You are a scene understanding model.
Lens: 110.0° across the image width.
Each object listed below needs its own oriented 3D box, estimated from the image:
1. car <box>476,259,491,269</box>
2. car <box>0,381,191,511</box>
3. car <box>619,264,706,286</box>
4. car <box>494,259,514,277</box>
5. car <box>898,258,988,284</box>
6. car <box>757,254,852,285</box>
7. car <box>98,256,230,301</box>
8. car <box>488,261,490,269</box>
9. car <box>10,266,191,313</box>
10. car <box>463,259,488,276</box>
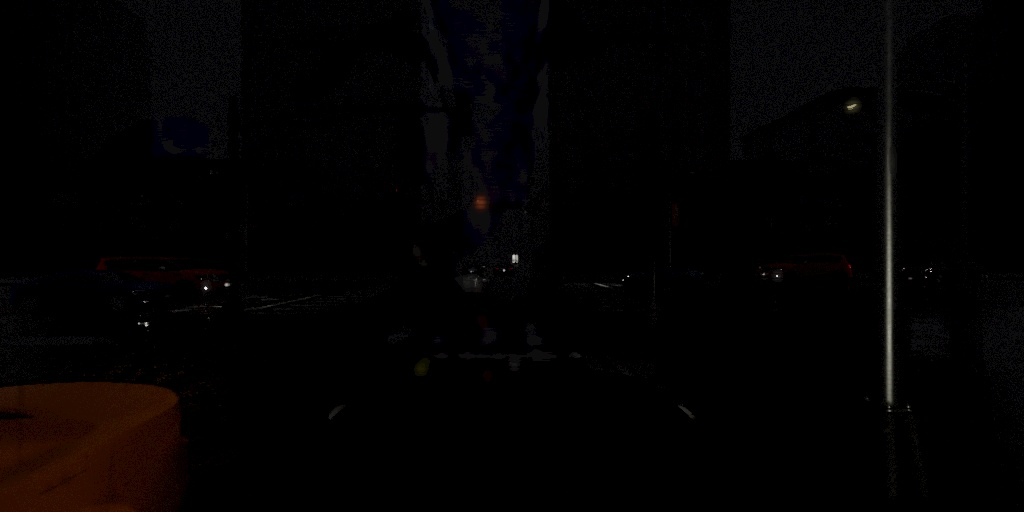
[{"bbox_3d":[-4.542,1.282,58.289,2.128,1.511,4.902,0,0,-1],"label":"car"},{"bbox_3d":[-2.943,1.227,0.120,1.882,1.535,5.008,0,0,-1],"label":"car"},{"bbox_3d":[10.222,1.244,24.519,5.357,1.411,2.033,0,0,-2],"label":"car"},{"bbox_3d":[-0.789,1.331,36.389,1.994,1.385,4.181,0,0,-1],"label":"car"},{"bbox_3d":[30.072,0.982,25.122,4.553,1.767,2.097,0,0,-2],"label":"car"},{"bbox_3d":[20.180,0.883,24.826,5.566,2.045,2.150,0,0,-2],"label":"car"},{"bbox_3d":[-16.352,1.027,16.996,5.566,2.045,2.150,0,0,-2],"label":"car"},{"bbox_3d":[-4.263,1.285,47.894,1.837,1.490,4.892,0,0,-2],"label":"car"},{"bbox_3d":[-15.791,1.280,13.760,5.008,1.535,1.882,0,0,-2],"label":"car"},{"bbox_3d":[-3.982,1.260,37.514,2.128,1.511,4.902,0,0,-2],"label":"car"}]
